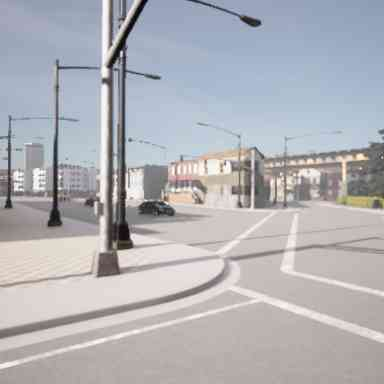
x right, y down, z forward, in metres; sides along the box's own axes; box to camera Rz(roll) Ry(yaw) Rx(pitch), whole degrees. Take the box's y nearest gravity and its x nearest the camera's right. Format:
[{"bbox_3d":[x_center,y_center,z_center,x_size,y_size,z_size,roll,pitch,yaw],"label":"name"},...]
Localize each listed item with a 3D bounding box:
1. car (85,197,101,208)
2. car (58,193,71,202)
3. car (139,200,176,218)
[{"bbox_3d":[-12.935,1.367,44.944,1.994,1.385,4.181,1,1,-36],"label":"car"},{"bbox_3d":[-22.738,0.864,58.555,1.882,1.535,5.008,1,0,-35],"label":"car"},{"bbox_3d":[-3.402,1.581,31.777,1.837,1.490,4.892,1,0,-36],"label":"car"}]
